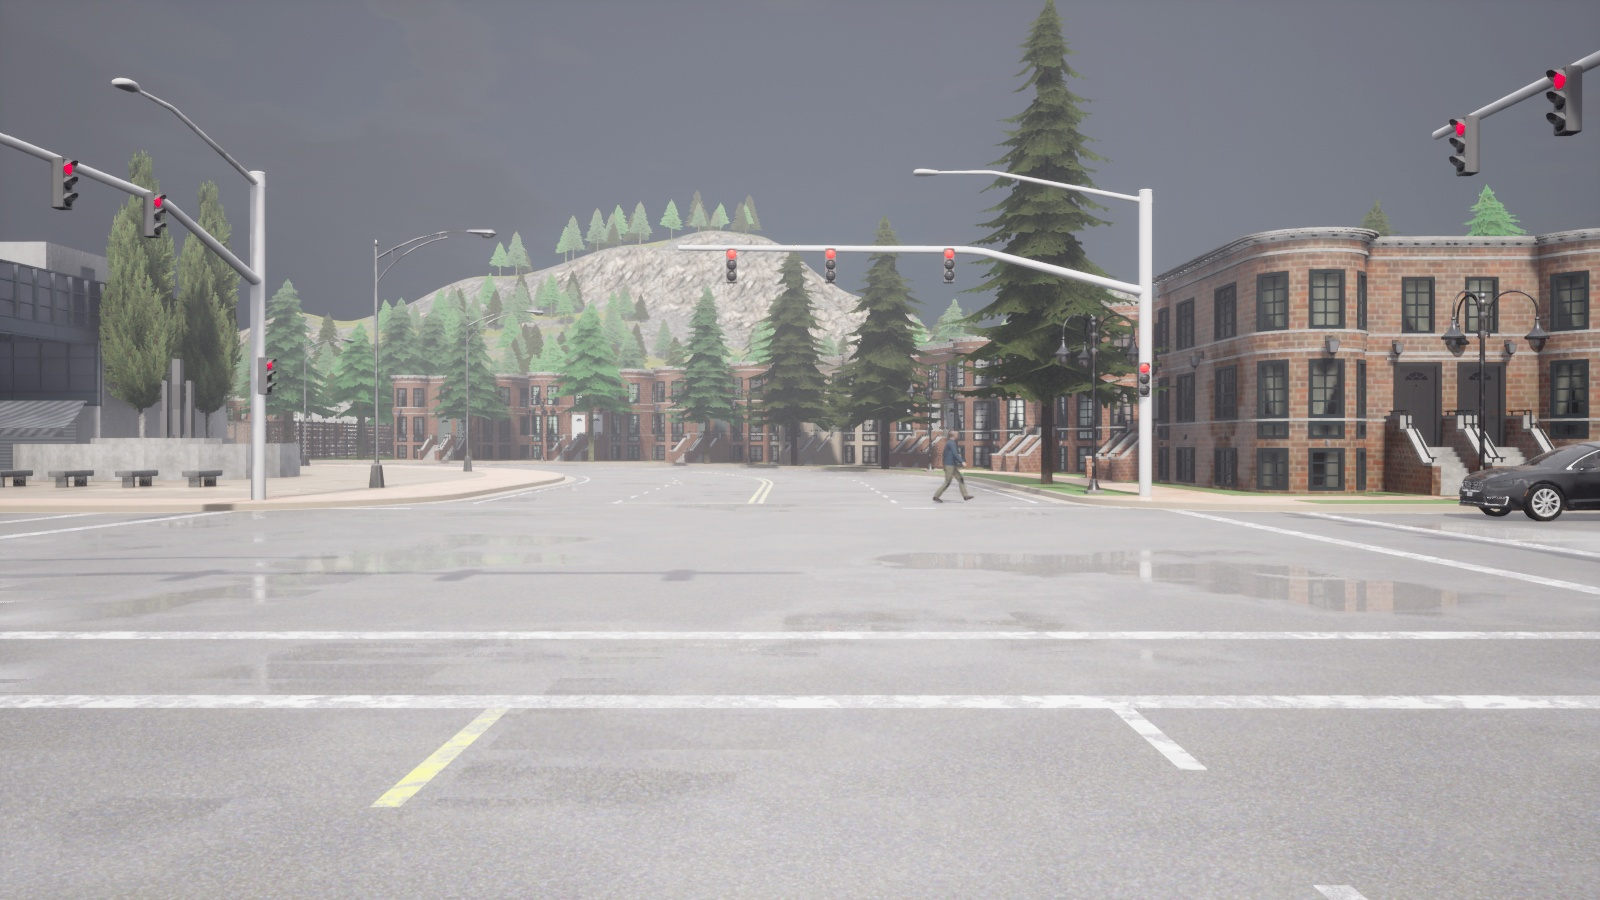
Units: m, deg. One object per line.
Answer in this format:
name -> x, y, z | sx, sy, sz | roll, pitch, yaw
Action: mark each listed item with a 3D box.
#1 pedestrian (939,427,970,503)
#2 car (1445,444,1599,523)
pedestrian -> 3.764, 0.365, 30.581 | 0.726, 1.842, 0.402 | 0, 0, 2
car -> 15.464, 0.626, 24.434 | 4.892, 1.490, 1.837 | 0, 0, 0
